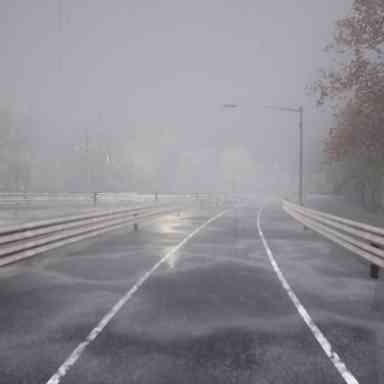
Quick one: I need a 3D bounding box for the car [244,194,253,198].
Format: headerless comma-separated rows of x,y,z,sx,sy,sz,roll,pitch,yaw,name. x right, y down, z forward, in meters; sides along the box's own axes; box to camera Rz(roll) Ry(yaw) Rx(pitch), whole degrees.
16.177,1.123,92.928,1.882,1.535,5.008,0,0,32,car

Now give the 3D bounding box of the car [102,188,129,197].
-11.041,0.337,50.016,2.150,2.045,5.566,0,0,33,car

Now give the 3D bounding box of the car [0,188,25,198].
-17.892,0.332,32.912,2.097,1.767,4.553,0,0,33,car

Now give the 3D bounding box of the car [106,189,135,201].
-11.860,0.484,55.224,2.097,1.767,4.553,0,0,33,car

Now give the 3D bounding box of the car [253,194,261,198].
19.140,1.215,91.065,1.994,1.385,4.181,0,0,32,car

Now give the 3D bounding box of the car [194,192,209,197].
1.896,0.645,63.768,2.097,1.767,4.553,0,0,32,car
